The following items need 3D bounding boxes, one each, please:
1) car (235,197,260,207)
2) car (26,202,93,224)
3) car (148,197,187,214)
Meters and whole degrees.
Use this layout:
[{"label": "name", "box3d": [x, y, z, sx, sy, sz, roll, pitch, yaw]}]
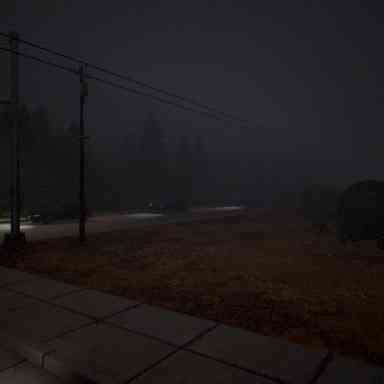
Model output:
[{"label": "car", "box3d": [8.123, 1.449, 48.904, 1.895, 1.301, 4.718, 0, 0, 37]}, {"label": "car", "box3d": [-9.800, 1.513, 24.859, 1.837, 1.490, 4.892, 0, 0, 37]}, {"label": "car", "box3d": [-2.496, 1.294, 34.704, 2.097, 1.767, 4.553, 0, 0, 37]}]
